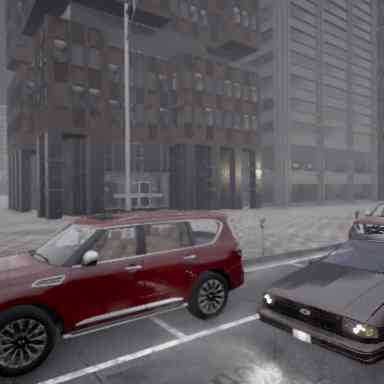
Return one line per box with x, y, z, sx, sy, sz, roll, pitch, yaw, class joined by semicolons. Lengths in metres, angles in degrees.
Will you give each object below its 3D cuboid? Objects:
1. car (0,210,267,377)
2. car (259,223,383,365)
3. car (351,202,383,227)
-1.309;1.299;5.719;5.009;1.841;2.192;-1;0;-35;car
3.619;1.500;5.958;5.357;1.411;2.033;-1;0;-35;car
7.877;1.214;12.269;5.009;1.841;2.192;-1;0;-35;car
